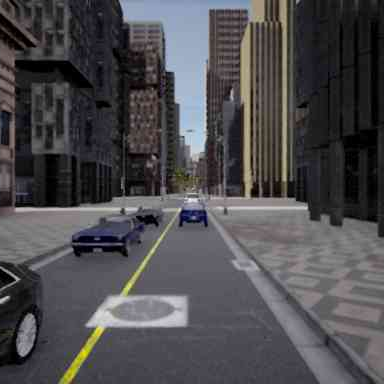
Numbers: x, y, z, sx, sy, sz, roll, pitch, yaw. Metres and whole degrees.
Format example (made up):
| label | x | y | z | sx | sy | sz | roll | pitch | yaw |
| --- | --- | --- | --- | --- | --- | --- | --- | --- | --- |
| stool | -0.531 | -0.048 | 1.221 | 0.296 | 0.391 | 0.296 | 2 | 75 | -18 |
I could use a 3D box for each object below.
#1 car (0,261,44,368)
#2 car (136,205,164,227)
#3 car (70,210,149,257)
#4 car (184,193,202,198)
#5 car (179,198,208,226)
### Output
| label | x | y | z | sx | sy | sz | roll | pitch | yaw |
| --- | --- | --- | --- | --- | --- | --- | --- | --- | --- |
| car | -3.093 | 1.502 | 3.036 | 1.837 | 1.490 | 4.892 | 0 | 0 | 0 |
| car | -2.994 | 1.573 | 22.792 | 1.895 | 1.301 | 4.718 | 0 | 0 | 0 |
| car | -3.062 | 1.586 | 13.018 | 1.895 | 1.301 | 4.718 | 0 | 0 | 0 |
| car | 0.113 | 1.164 | 43.855 | 2.150 | 2.045 | 5.566 | 0 | 0 | 0 |
| car | 0.107 | 1.451 | 23.251 | 1.882 | 1.535 | 5.008 | 0 | 0 | 0 |
